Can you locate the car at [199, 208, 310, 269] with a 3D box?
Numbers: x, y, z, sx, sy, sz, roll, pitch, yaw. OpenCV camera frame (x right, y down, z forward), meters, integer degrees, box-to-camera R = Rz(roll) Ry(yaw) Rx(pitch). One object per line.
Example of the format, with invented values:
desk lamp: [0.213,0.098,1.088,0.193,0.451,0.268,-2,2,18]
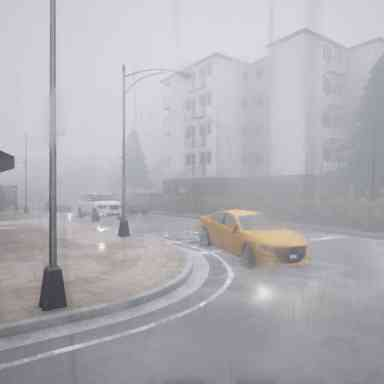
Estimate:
car: [1.883,1.380,11.448,1.882,1.535,5.008,1,3,-22]

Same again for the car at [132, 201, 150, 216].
car: [-5.652,1.423,29.416,1.895,1.301,4.718,0,0,-37]

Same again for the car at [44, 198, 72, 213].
car: [-13.930,1.348,34.364,1.812,1.442,4.674,0,0,-36]

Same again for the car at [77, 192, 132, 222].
car: [-6.858,1.048,24.826,2.150,2.045,5.566,0,0,-36]
